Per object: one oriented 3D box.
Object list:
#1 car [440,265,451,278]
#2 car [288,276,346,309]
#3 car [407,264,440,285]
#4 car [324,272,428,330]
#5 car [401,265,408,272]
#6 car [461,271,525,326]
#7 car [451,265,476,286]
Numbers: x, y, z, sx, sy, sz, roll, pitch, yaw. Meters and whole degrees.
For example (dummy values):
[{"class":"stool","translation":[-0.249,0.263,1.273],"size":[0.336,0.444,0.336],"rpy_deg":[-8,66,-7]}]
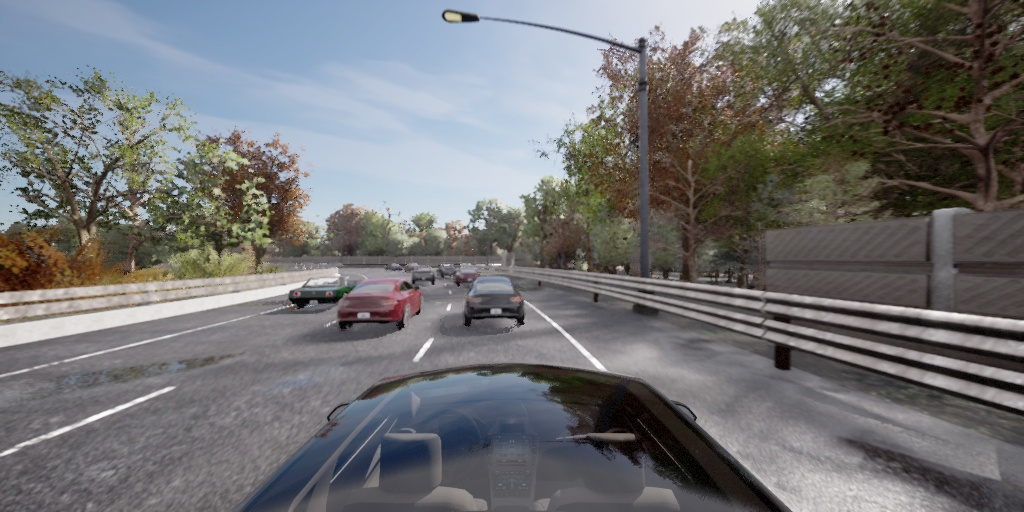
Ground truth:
[{"class":"car","translation":[-7.670,1.767,41.759],"size":[2.128,1.511,4.902],"rpy_deg":[0,-1,-21]},{"class":"car","translation":[-8.141,1.562,16.358],"size":[1.895,1.301,4.718],"rpy_deg":[0,-1,-8]},{"class":"car","translation":[-7.630,1.630,30.766],"size":[2.128,1.511,4.902],"rpy_deg":[0,-1,-15]},{"class":"car","translation":[-4.083,1.413,11.631],"size":[1.812,1.442,4.674],"rpy_deg":[0,-1,-6]},{"class":"car","translation":[-16.635,2.058,59.840],"size":[1.812,1.442,4.674],"rpy_deg":[0,-1,-31]},{"class":"car","translation":[-0.662,1.410,12.288],"size":[1.812,1.442,4.674],"rpy_deg":[0,-1,-5]},{"class":"car","translation":[-3.676,1.628,28.989],"size":[1.812,1.442,4.674],"rpy_deg":[0,-1,-13]}]
